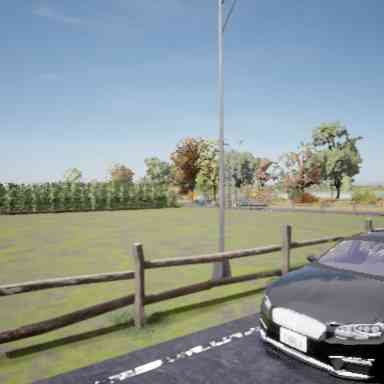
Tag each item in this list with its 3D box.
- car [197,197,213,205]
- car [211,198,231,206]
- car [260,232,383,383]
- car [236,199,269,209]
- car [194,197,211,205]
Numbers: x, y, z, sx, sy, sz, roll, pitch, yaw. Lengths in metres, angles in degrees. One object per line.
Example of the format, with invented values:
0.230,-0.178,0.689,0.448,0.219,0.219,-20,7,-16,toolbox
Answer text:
2.780,1.904,72.194,2.128,1.511,4.902,-1,0,-16,car
5.747,1.855,61.898,1.812,1.442,4.674,-1,0,-17,car
3.182,1.452,5.335,4.902,1.511,2.128,0,0,-35,car
8.762,1.773,48.808,2.033,1.411,5.357,-1,0,-31,car
1.764,1.961,64.645,2.033,1.411,5.357,-1,0,-15,car
